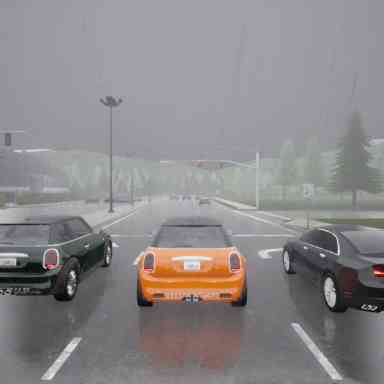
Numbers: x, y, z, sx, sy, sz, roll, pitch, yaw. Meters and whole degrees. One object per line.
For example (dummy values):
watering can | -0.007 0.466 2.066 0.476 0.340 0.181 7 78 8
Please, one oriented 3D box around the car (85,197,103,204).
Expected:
car | -19.842 1.601 66.441 1.895 1.301 4.718 0 0 0

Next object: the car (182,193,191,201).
car | -1.360 1.222 88.282 2.150 2.045 5.566 0 0 0

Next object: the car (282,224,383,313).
car | 3.499 1.505 7.653 1.837 1.490 4.892 0 0 0

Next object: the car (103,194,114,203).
car | -16.343 1.601 67.472 1.895 1.301 4.718 0 0 0

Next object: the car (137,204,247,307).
car | 0.000 1.352 8.150 2.097 1.767 4.553 0 0 0

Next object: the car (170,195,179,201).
car | -4.860 1.495 88.543 1.837 1.490 4.892 0 0 0

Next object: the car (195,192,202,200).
car | 2.140 1.520 88.619 1.812 1.442 4.674 0 0 0

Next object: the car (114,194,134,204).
car | -12.887 1.564 62.932 1.994 1.385 4.181 0 0 1

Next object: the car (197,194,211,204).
car | 2.166 1.526 57.241 1.812 1.442 4.674 0 0 0

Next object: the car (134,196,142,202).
car | -12.851 1.595 77.762 1.895 1.301 4.718 0 0 0

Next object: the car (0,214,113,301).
car | -3.500 1.352 8.472 2.097 1.767 4.553 0 0 0

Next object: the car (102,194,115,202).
car | -19.853 1.355 79.284 2.097 1.767 4.553 0 0 0
